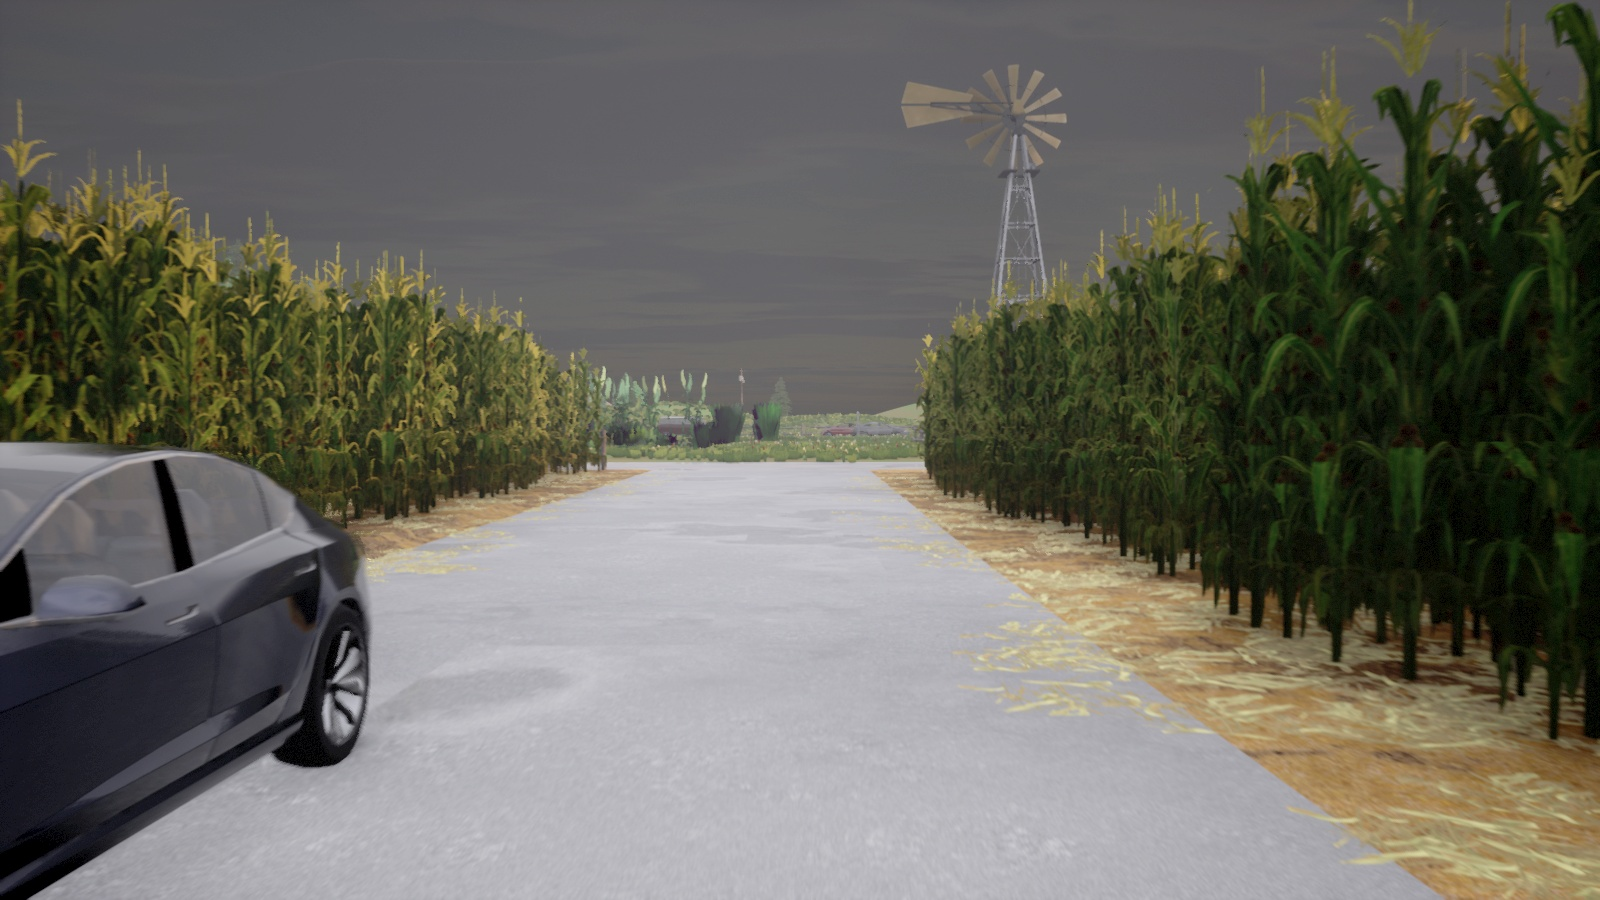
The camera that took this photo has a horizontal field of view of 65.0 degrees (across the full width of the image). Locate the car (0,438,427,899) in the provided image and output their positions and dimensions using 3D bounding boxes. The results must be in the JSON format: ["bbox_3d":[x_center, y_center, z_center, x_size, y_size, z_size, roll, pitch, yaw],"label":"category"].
[{"bbox_3d":[-3.060,0.707,4.216,2.163,1.488,4.792,0,1,0],"label":"car"}]
